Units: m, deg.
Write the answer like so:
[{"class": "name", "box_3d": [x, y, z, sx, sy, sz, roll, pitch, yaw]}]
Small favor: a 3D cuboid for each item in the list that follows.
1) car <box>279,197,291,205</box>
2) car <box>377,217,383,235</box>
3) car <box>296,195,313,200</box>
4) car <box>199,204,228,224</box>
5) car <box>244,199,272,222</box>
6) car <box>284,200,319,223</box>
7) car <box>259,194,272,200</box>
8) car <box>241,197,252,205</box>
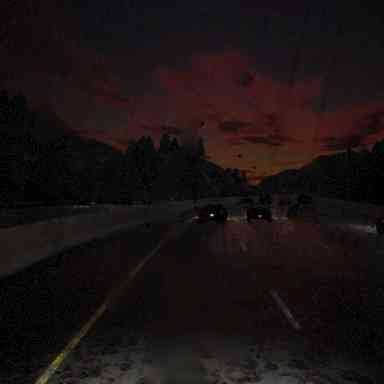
[{"class": "car", "box_3d": [17.686, 1.724, 63.295, 1.882, 1.535, 5.008, 1, 0, 18]}, {"class": "car", "box_3d": [11.172, 1.641, 16.846, 2.128, 1.511, 4.902, 0, 0, 6]}, {"class": "car", "box_3d": [17.591, 1.463, 51.968, 2.150, 2.045, 5.566, 0, 0, 18]}, {"class": "car", "box_3d": [1.666, 1.592, 25.265, 1.994, 1.385, 4.181, 1, 0, 8]}, {"class": "car", "box_3d": [5.376, 1.602, 26.931, 1.812, 1.442, 4.674, 1, 0, 8]}, {"class": "car", "box_3d": [8.888, 1.648, 26.785, 1.812, 1.442, 4.674, 1, 0, 9]}, {"class": "car", "box_3d": [14.199, 1.422, 64.020, 2.150, 2.045, 5.566, 1, 0, 18]}, {"class": "car", "box_3d": [10.681, 1.660, 64.317, 1.837, 1.490, 4.892, 0, 0, 18]}]
